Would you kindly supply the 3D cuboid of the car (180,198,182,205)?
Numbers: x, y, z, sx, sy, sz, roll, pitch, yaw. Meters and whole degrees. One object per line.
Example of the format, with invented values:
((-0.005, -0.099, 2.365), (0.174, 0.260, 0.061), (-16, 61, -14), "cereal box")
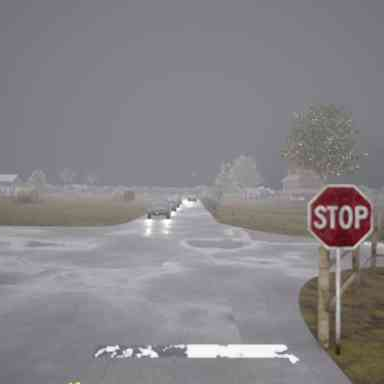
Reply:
((-2.797, 1.487, 48.850), (1.882, 1.535, 5.008), (0, 0, 0), "car")

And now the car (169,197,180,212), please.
((-2.808, 1.566, 39.182), (1.994, 1.385, 4.181), (0, 0, 0), "car")

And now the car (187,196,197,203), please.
((0.057, 1.510, 71.354), (1.882, 1.535, 5.008), (0, 0, 0), "car")

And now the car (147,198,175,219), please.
((-2.824, 1.507, 29.602), (1.837, 1.490, 4.892), (0, 0, 0), "car")

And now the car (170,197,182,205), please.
((-2.734, 1.620, 58.872), (1.895, 1.301, 4.718), (0, 0, 0), "car")
